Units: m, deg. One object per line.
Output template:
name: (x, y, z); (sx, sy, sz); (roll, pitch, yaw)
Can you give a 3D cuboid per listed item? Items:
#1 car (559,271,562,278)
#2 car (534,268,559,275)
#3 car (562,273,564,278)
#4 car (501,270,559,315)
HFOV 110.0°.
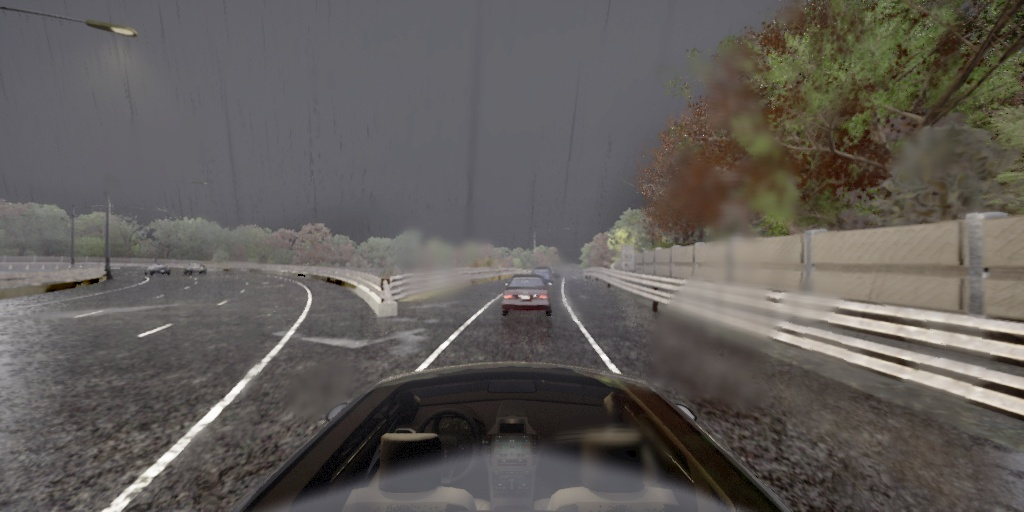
car: (5.112, 2.248, 47.002); (2.033, 1.411, 5.357); (0, -3, 9)
car: (2.461, 1.637, 28.632); (2.033, 1.411, 5.357); (0, -1, 8)
car: (7.382, 3.091, 60.845); (1.837, 1.490, 4.892); (0, -5, 10)
car: (0.647, 1.455, 14.442); (2.033, 1.411, 5.357); (0, -1, 4)
